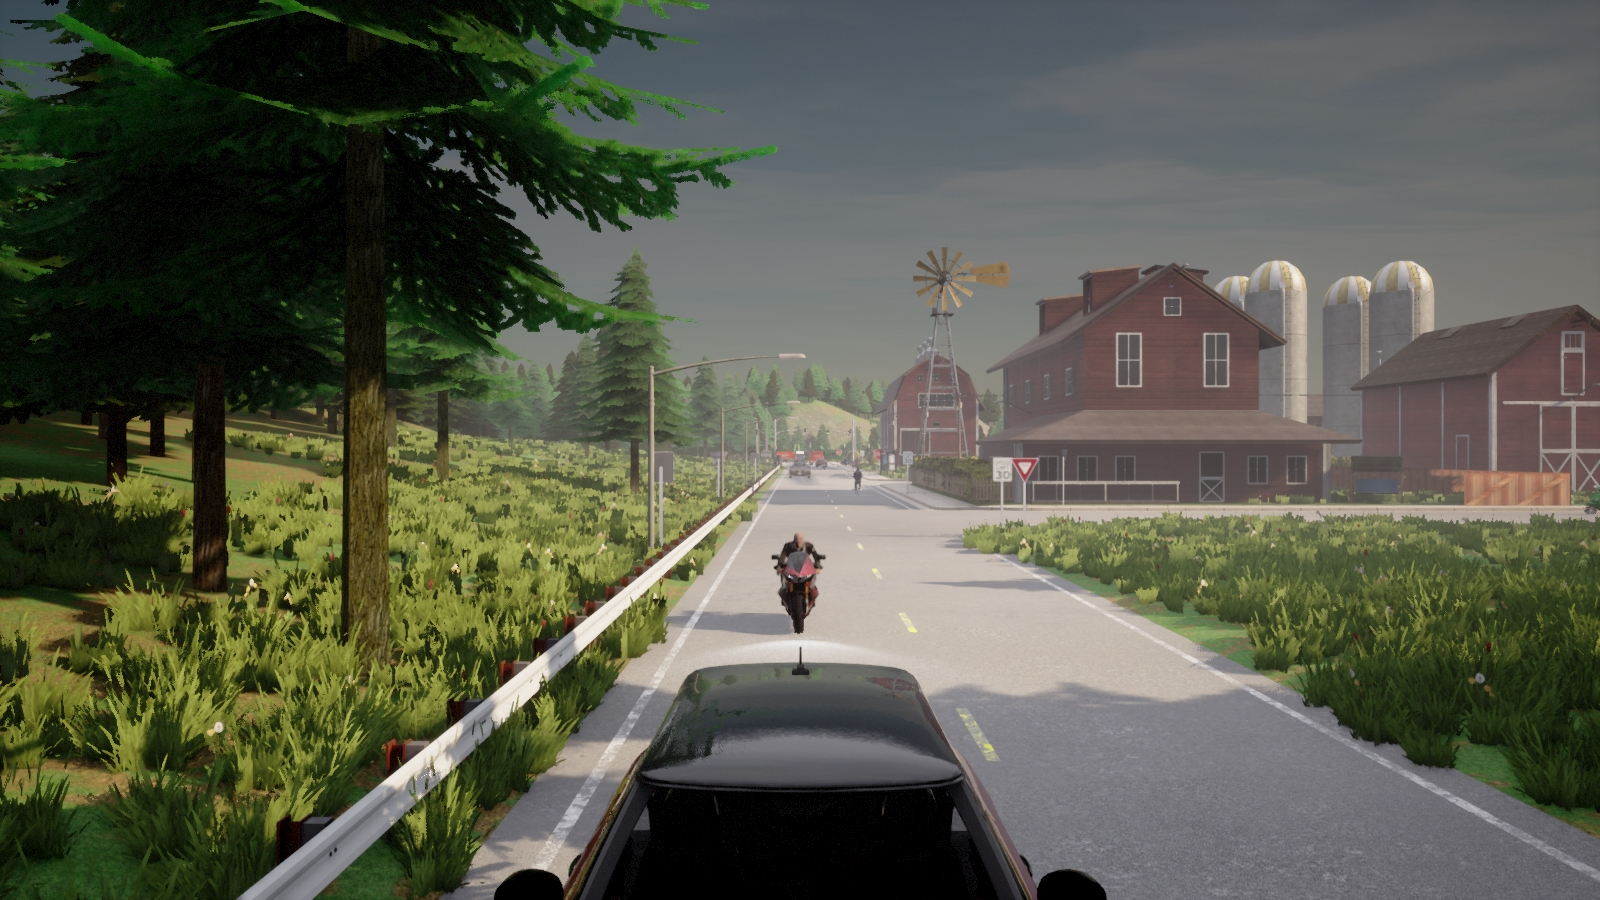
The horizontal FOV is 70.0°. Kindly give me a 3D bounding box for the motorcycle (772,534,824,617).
[{"bbox_3d":[-0.037,2.205,20.462,0.867,1.251,2.209,0,0,0],"label":"motorcycle"}]

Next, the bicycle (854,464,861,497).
[{"bbox_3d":[3.513,1.836,69.465,0.329,1.919,1.835,0,0,0],"label":"bicycle"}]

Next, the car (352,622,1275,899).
[{"bbox_3d":[0.033,1.906,4.501,2.097,1.767,4.553,0,0,0],"label":"car"}]
